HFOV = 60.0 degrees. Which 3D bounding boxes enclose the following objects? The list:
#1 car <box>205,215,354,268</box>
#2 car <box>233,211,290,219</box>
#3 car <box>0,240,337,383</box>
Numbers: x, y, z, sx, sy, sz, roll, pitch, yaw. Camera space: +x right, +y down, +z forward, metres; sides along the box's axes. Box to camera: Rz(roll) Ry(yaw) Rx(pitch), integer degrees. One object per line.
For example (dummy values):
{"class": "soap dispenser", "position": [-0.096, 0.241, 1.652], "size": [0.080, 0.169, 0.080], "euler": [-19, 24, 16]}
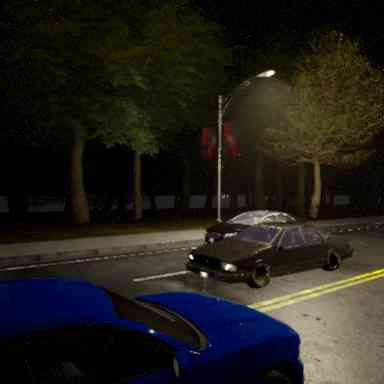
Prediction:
{"class": "car", "position": [2.448, 1.584, 9.448], "size": [5.357, 1.411, 2.033], "euler": [0, 0, -36]}
{"class": "car", "position": [2.724, 1.541, 13.645], "size": [4.902, 1.511, 2.128], "euler": [0, 0, -36]}
{"class": "car", "position": [-1.175, 1.480, 2.605], "size": [5.008, 1.535, 1.882], "euler": [0, 0, -36]}
